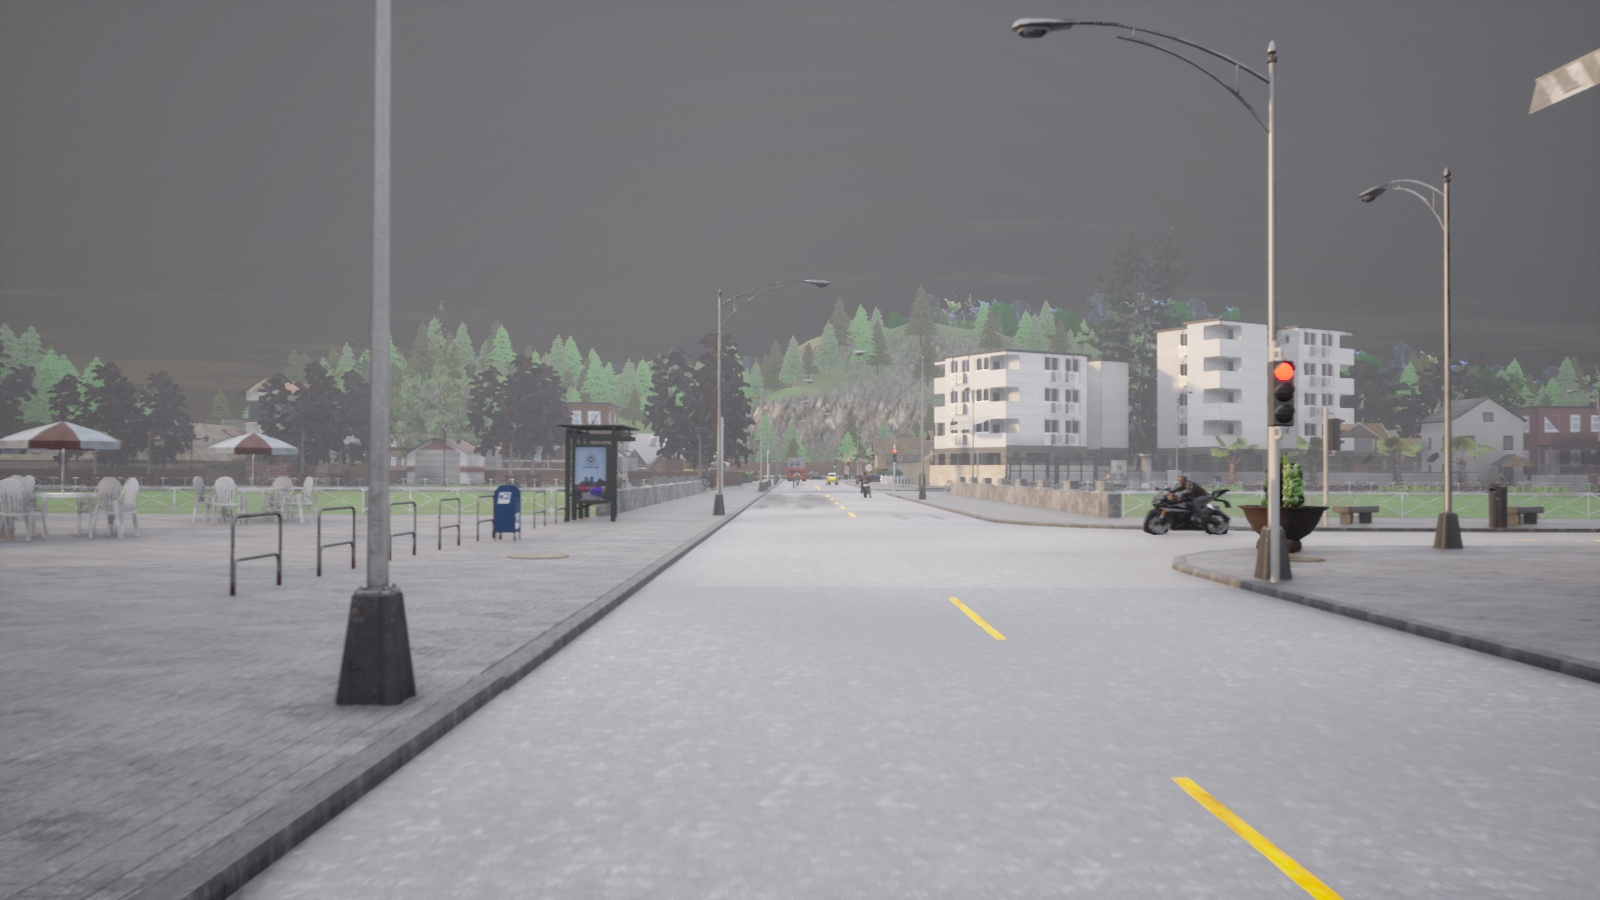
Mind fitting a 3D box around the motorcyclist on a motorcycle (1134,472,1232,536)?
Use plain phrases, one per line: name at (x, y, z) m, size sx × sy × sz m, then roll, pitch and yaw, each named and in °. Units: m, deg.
motorcyclist on a motorcycle at (9.548, 1.336, 31.343) m, size 2.191 × 1.530 × 0.866 m, roll 0°, pitch 0°, yaw -7°
